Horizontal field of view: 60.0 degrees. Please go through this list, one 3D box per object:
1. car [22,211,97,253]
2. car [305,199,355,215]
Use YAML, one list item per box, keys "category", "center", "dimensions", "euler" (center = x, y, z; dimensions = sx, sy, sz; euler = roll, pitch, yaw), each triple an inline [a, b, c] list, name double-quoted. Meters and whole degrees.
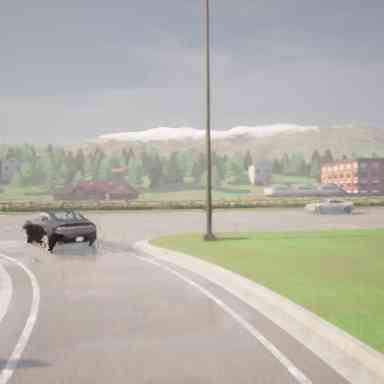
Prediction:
- category: "car"
  center: [-5.790, 1.559, 14.242]
  dimensions: [2.128, 1.511, 4.902]
  euler: [0, 0, -41]
- category: "car"
  center: [13.293, 1.387, 32.097]
  dimensions: [4.674, 1.442, 1.812]
  euler: [-1, 0, -6]
